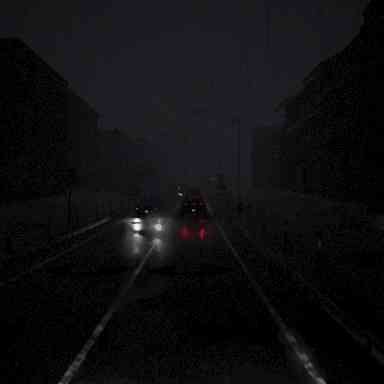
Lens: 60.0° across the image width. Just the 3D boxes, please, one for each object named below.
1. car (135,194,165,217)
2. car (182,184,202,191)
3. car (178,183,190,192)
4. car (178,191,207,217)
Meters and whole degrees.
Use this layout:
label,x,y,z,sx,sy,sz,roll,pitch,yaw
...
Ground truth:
label,x,y,z,sx,sy,sz,roll,pitch,yaw
car,-3.089,0.978,25.014,1.837,1.490,4.892,0,2,0
car,0.194,0.136,42.805,2.128,1.511,4.902,0,2,1
car,-1.314,-0.691,66.093,2.150,2.045,5.566,0,1,7
car,0.106,0.950,25.293,2.128,1.511,4.902,0,2,0
